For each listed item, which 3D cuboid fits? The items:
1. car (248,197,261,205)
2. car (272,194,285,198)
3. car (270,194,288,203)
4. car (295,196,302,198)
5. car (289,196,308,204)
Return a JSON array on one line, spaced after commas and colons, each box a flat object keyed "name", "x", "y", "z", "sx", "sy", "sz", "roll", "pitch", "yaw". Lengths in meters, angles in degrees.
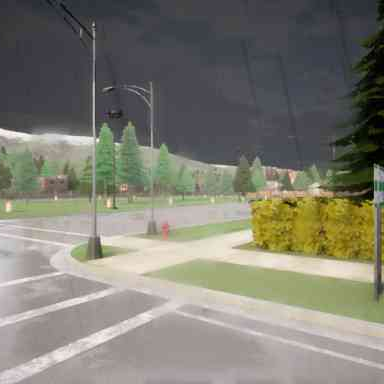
[{"name": "car", "x": 11.869, "y": 1.601, "z": 59.495, "sx": 1.895, "sy": 1.301, "sz": 4.718, "roll": 0, "pitch": 0, "yaw": 36}, {"name": "car", "x": 15.161, "y": 1.526, "z": 58.076, "sx": 1.812, "sy": 1.442, "sz": 4.674, "roll": 0, "pitch": 0, "yaw": 36}, {"name": "car", "x": 17.716, "y": 1.353, "z": 67.566, "sx": 2.097, "sy": 1.767, "sz": 4.553, "roll": 0, "pitch": 0, "yaw": 36}, {"name": "car", "x": 18.185, "y": 1.564, "z": 56.280, "sx": 1.994, "sy": 1.385, "sz": 4.181, "roll": 0, "pitch": 0, "yaw": 36}, {"name": "car", "x": 21.428, "y": 1.547, "z": 66.725, "sx": 2.033, "sy": 1.411, "sz": 5.357, "roll": 0, "pitch": 0, "yaw": 36}]
